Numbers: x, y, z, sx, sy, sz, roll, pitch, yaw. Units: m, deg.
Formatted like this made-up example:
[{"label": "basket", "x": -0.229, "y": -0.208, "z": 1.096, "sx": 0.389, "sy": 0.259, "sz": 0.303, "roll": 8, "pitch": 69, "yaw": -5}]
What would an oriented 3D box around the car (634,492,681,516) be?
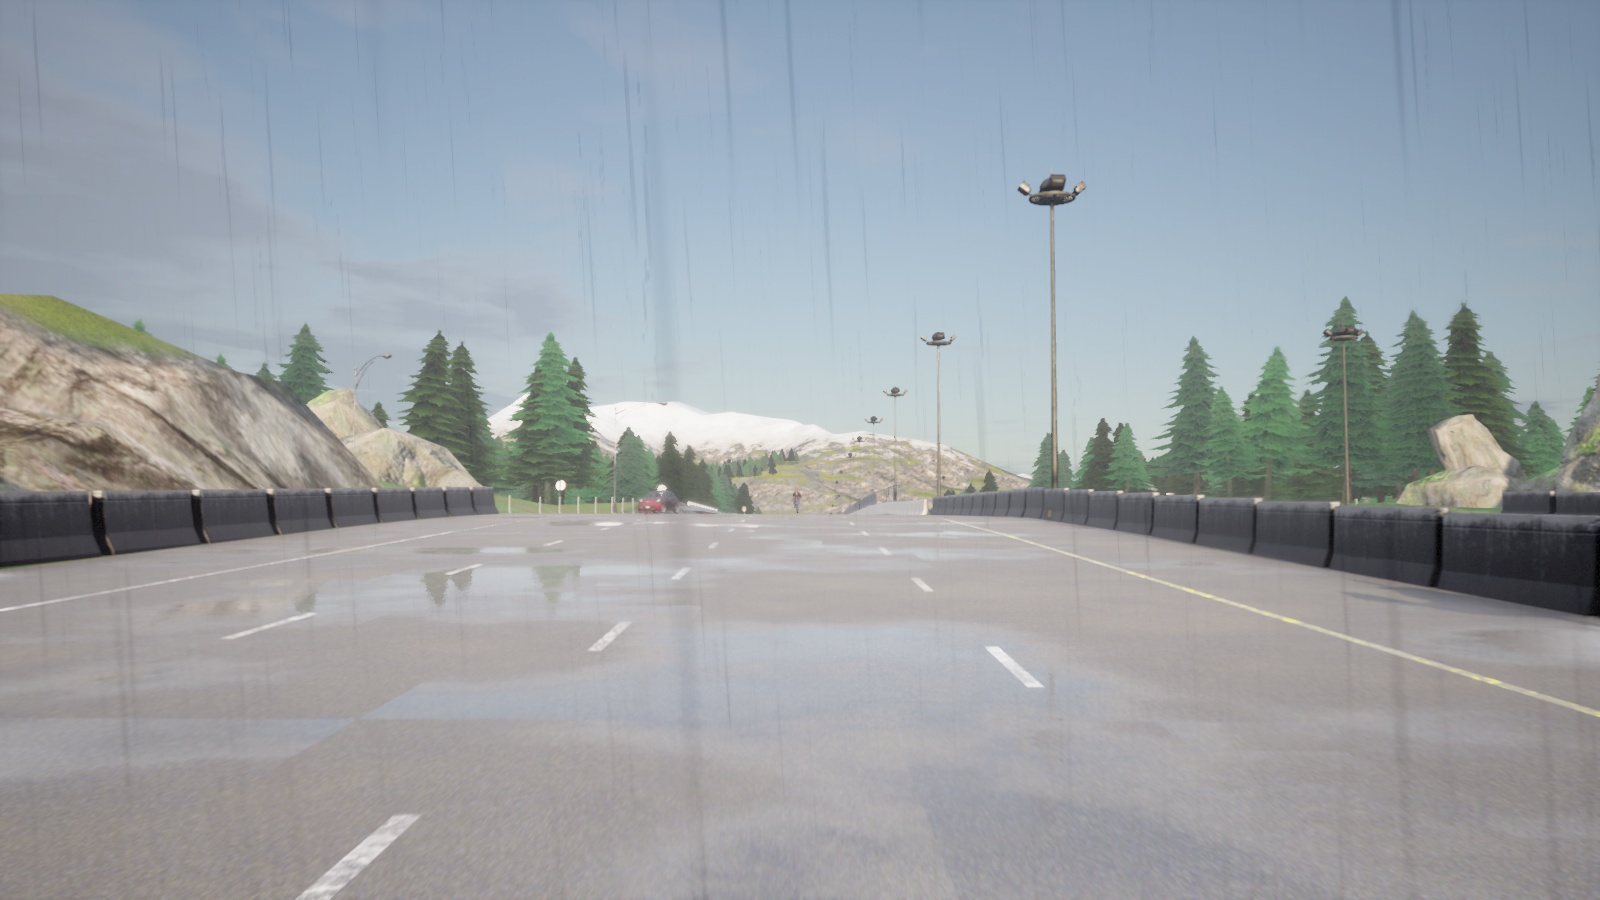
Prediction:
[{"label": "car", "x": -9.109, "y": 3.452, "z": 80.634, "sx": 1.845, "sy": 1.501, "sz": 3.633, "roll": -1, "pitch": -3, "yaw": 15}]
